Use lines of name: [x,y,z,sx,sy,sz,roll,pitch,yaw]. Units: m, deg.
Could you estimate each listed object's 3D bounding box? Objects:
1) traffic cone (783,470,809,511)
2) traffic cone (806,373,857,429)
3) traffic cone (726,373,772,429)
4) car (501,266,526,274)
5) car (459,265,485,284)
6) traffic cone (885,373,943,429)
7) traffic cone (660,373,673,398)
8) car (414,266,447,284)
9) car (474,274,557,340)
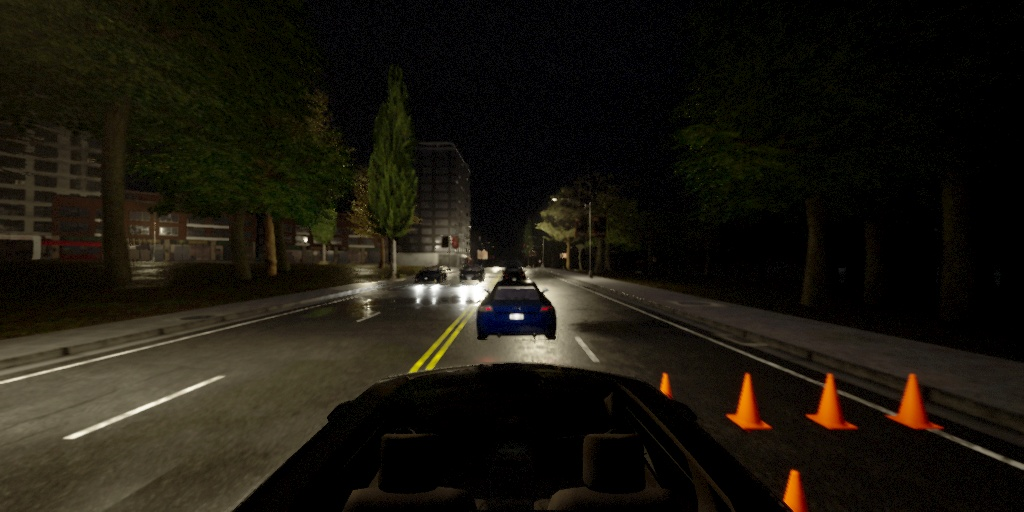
traffic cone: [1.865,1.712,2.356,0.340,0.580,0.340,0,0,0]
traffic cone: [3.869,1.726,4.353,0.340,0.580,0.340,0,0,0]
traffic cone: [2.869,1.725,4.355,0.340,0.580,0.340,0,0,0]
car: [0.143,1.502,27.918,1.812,1.442,4.674,0,-1,0]
car: [-3.299,1.491,30.298,2.128,1.511,4.902,0,-1,0]
traffic cone: [4.869,1.727,4.351,0.340,0.580,0.340,0,0,0]
traffic cone: [1.869,1.724,4.356,0.340,0.580,0.340,0,0,0]
car: [-6.551,1.550,29.338,1.994,1.385,4.181,0,-1,0]
car: [0.112,1.376,10.225,1.994,1.385,4.181,0,0,0]
